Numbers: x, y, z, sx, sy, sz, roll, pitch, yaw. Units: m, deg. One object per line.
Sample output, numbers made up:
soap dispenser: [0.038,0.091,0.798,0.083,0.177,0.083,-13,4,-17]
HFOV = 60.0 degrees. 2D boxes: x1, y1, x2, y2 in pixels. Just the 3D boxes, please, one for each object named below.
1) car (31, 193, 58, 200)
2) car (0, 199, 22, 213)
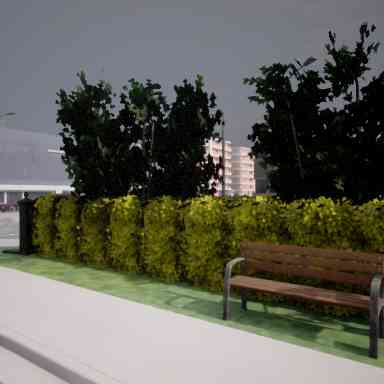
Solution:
car: [-15.236,1.167,36.874,2.150,2.045,5.566,0,0,36]
car: [-19.062,1.502,37.544,2.033,1.411,5.357,0,0,35]
